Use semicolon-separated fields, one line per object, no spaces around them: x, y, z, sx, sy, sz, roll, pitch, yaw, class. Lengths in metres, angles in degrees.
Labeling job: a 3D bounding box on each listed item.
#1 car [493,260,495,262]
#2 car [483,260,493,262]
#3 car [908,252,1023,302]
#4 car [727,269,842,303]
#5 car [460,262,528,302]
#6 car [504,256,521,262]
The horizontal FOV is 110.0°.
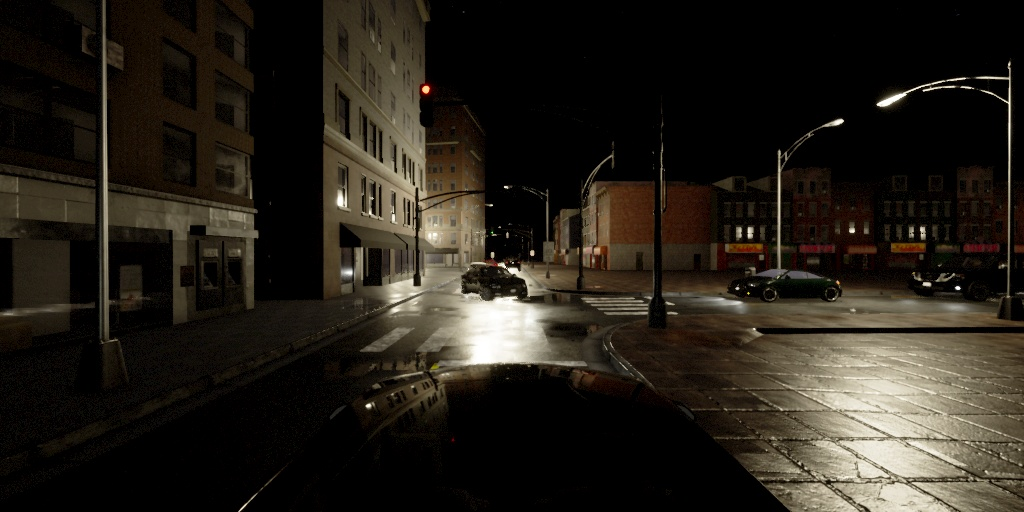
-2.837;1.236;44.218;1.882;1.535;5.008;0;0;0;car
-2.862;1.278;30.109;1.812;1.442;4.674;0;0;0;car
21.311;0.880;16.051;5.566;2.045;2.150;-1;0;0;car
12.039;1.261;15.999;4.181;1.385;1.994;0;0;0;car
-1.035;1.227;17.488;1.882;1.535;5.008;0;0;-26;car
0.059;0.982;48.736;2.150;2.045;5.566;0;0;0;car
